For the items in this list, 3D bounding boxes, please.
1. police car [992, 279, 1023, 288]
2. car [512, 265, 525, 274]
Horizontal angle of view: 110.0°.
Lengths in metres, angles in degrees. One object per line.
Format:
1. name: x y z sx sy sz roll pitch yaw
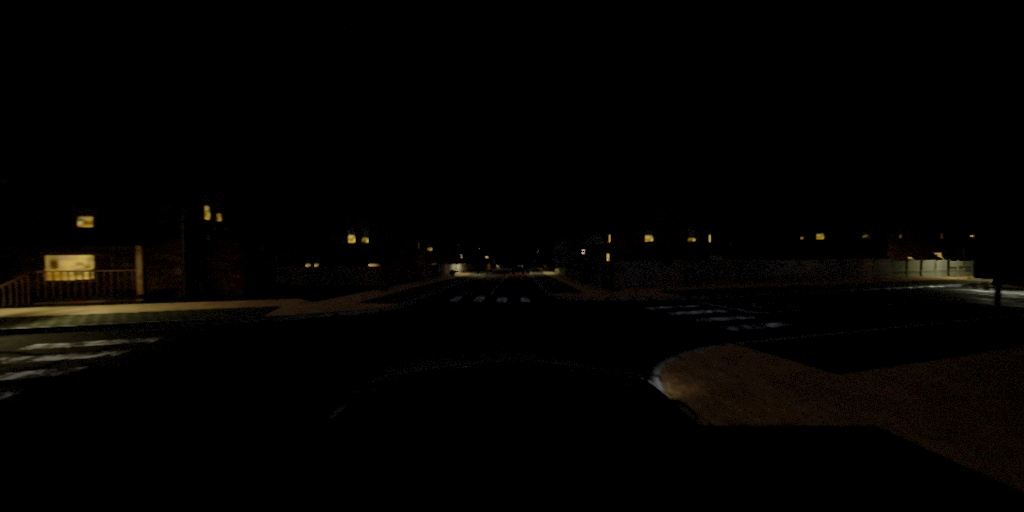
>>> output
1. police car: 30.771 1.108 21.138 5.238 1.638 1.930 0 2 -17
2. car: 0.987 2.088 56.358 2.128 1.511 4.902 0 -1 2
